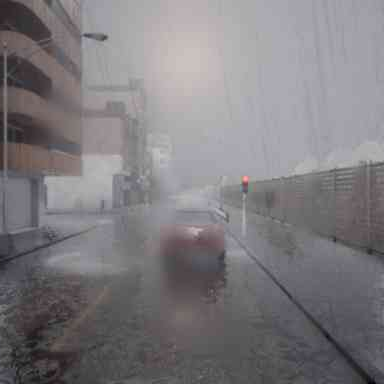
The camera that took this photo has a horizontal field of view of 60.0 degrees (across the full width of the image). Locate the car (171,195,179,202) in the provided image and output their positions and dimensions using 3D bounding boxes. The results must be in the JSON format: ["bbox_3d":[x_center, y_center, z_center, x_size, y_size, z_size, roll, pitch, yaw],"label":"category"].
[{"bbox_3d":[-4.018,1.523,78.849,1.837,1.490,4.892,0,0,0],"label":"car"}]

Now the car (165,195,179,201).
[{"bbox_3d":[-4.034,1.526,63.358,1.837,1.490,4.892,0,0,1],"label":"car"}]

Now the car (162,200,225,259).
[{"bbox_3d":[0.061,1.357,12.732,2.097,1.767,4.553,0,0,0],"label":"car"}]
